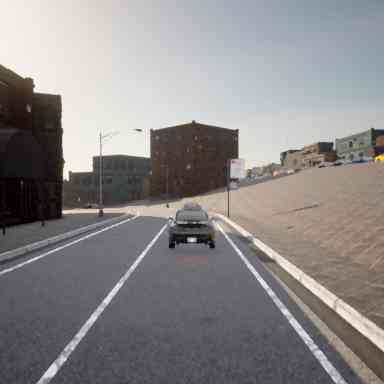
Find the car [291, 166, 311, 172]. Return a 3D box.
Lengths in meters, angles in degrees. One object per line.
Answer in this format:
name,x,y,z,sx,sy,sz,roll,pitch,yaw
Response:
car,21.495,-4.297,64.364,2.185,1.767,4.553,0,1,-1

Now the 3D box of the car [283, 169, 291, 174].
car,21.375,-4.195,69.857,2.002,1.452,4.674,0,1,-1

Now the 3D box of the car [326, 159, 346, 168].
car,21.861,-3.962,47.909,2.231,1.521,4.892,0,1,-1

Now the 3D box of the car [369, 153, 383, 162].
car,22.447,-3.765,36.831,2.097,1.535,5.008,0,1,-4

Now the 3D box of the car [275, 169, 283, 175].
car,21.252,-4.427,75.530,2.185,1.767,4.553,0,1,-1

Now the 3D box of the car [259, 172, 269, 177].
car,20.891,-4.469,92.064,2.231,1.521,4.892,0,1,-1

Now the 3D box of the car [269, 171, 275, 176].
car,21.132,-4.487,81.049,2.185,1.767,4.553,0,1,-1

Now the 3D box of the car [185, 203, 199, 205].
car,-0.014,1.666,29.649,1.994,1.385,4.181,0,-1,-1

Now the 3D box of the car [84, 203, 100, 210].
car,-20.797,3.035,69.646,4.902,1.511,2.128,-4,-2,45

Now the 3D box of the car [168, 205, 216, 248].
car,0.000,1.512,14.600,1.837,1.490,4.892,0,0,0

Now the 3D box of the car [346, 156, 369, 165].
car,22.095,-3.826,42.368,2.002,1.452,4.674,0,1,-2

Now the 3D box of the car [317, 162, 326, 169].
car,21.733,-4.041,53.427,2.231,1.521,4.892,0,1,-1
